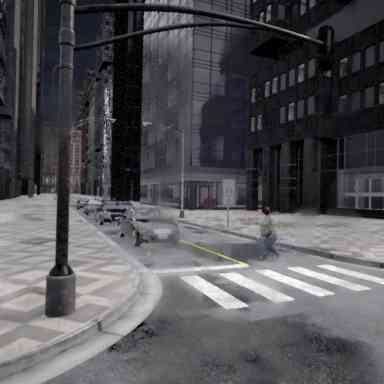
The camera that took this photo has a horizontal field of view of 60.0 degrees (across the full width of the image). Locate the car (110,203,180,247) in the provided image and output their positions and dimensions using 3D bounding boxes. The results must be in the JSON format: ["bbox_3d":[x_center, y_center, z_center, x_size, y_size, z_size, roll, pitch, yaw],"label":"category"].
[{"bbox_3d":[-2.082,1.458,15.052,2.128,1.511,4.902,1,0,-23],"label":"car"}]

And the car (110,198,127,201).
[{"bbox_3d":[-7.369,1.578,35.601,1.994,1.385,4.181,1,0,-23],"label":"car"}]

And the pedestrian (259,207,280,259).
[{"bbox_3d":[2.589,1.327,11.139,0.375,1.860,0.375,2,-1,-23],"label":"pedestrian"}]

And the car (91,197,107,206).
[{"bbox_3d":[-14.887,1.550,53.257,1.895,1.301,4.718,1,0,-23],"label":"car"}]

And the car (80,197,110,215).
[{"bbox_3d":[-9.580,1.472,32.686,1.812,1.442,4.674,1,0,-23],"label":"car"}]

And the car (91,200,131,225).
[{"bbox_3d":[-5.675,1.523,23.500,1.994,1.385,4.181,1,0,-23],"label":"car"}]

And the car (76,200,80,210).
[{"bbox_3d":[-13.460,1.486,41.899,1.994,1.385,4.181,1,0,-22],"label":"car"}]

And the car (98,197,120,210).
[{"bbox_3d":[-11.231,1.478,44.704,2.128,1.511,4.902,1,0,-23],"label":"car"}]
